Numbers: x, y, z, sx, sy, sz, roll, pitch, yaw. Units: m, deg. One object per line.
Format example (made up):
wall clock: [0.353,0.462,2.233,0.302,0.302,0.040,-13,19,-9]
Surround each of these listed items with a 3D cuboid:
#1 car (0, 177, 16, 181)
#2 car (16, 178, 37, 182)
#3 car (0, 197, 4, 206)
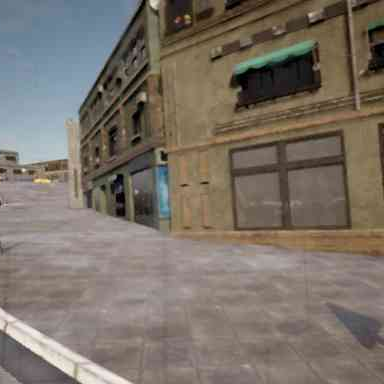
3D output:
car: [-46.246,-2.875,80.540,2.231,1.521,4.892,-5,-3,35]
car: [-43.169,-2.830,85.156,2.002,1.452,4.674,-5,-3,33]
car: [-28.227,1.140,45.997,2.097,1.767,4.553,-3,1,0]
